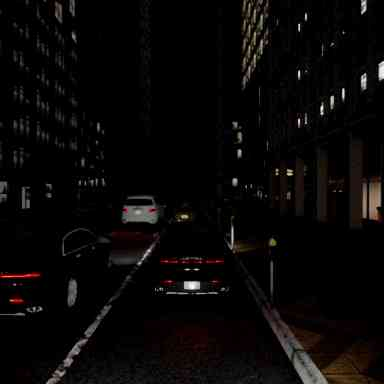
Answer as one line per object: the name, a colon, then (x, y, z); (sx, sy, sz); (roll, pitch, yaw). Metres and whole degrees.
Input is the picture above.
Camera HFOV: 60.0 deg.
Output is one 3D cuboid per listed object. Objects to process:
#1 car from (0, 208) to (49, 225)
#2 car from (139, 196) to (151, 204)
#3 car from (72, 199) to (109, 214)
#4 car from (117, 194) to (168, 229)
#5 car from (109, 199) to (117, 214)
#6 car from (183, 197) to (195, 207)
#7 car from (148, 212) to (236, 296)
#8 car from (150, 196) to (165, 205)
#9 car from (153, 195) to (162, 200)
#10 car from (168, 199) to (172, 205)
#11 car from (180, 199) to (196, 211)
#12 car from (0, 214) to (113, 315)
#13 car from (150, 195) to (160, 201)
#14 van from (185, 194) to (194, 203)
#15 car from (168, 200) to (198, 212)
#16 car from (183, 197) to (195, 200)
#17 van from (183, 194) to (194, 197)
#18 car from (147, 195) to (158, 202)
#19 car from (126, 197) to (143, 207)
car: (-8.838, 1.546, 17.314); (2.008, 1.369, 4.403); (0, 0, 0)
car: (-8.837, 1.517, 62.901); (1.802, 1.307, 4.206); (0, 0, 0)
car: (-8.838, 1.513, 28.540); (1.752, 1.417, 4.829); (0, 0, 0)
car: (-3.081, 1.217, 21.821); (2.150, 2.045, 5.566); (0, 0, 0)
car: (-8.838, 1.422, 34.411); (1.967, 1.590, 4.097); (0, 0, 0)
car: (-0.456, 1.501, 51.503); (1.887, 1.381, 4.507); (0, 0, 0)
car: (0.000, 1.502, 8.650); (1.837, 1.490, 4.892); (0, 0, 0)
car: (-6.219, 1.433, 59.774); (2.128, 1.511, 4.902); (0, 0, 0)
car: (-8.836, 1.438, 85.694); (2.008, 1.369, 4.403); (0, 0, 0)
car: (-3.073, 1.541, 38.566); (1.994, 1.385, 4.181); (0, 0, 0)
car: (-0.456, 1.557, 40.107); (1.802, 1.307, 4.206); (0, 0, 0)
car: (-3.145, 1.504, 7.594); (1.837, 1.490, 4.892); (0, 0, 0)
car: (-8.836, 1.483, 79.997); (1.802, 1.307, 4.206); (0, 0, 0)
van: (-0.456, 1.266, 68.597); (1.690, 1.788, 3.998); (0, 0, 0)
car: (-0.457, 1.518, 23.180); (1.752, 1.417, 4.829); (0, 0, 0)
car: (-0.457, 1.533, 34.409); (2.008, 1.369, 4.403); (0, 0, 0)
van: (-0.457, 1.307, 45.805); (1.690, 1.788, 3.998); (0, 0, 0)
car: (-8.837, 1.458, 74.298); (1.887, 1.381, 4.507); (0, 0, 0)
car: (-8.837, 1.523, 51.504); (1.947, 1.339, 4.313); (0, 0, 0)
